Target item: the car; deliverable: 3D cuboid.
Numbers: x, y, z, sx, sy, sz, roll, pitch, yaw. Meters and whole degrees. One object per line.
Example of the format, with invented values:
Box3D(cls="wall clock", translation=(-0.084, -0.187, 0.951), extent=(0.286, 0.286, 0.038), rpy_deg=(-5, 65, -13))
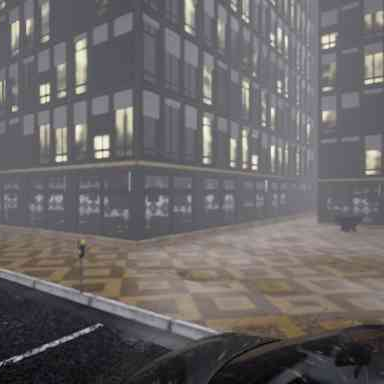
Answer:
Box3D(cls="car", translation=(1.296, 1.566, 1.915), extent=(4.313, 1.339, 1.947), rpy_deg=(0, 0, 36))
